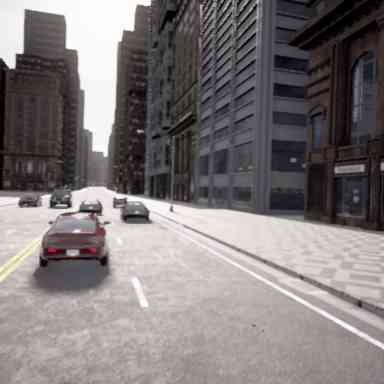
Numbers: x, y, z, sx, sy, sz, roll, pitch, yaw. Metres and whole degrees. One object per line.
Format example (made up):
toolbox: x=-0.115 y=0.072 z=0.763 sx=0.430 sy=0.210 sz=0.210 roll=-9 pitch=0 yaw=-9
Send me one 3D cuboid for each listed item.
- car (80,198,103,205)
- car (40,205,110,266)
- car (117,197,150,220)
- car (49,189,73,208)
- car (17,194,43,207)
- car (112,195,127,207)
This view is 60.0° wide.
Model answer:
car: x=-8.749 y=1.226 z=28.965 sx=1.994 sy=1.385 sz=4.181 roll=2 pitch=0 yaw=-16
car: x=-3.696 y=1.381 z=10.841 sx=1.812 sy=1.442 sz=4.674 roll=2 pitch=0 yaw=-16
car: x=-4.412 y=1.362 z=25.459 sx=1.994 sy=1.385 sz=4.181 roll=2 pitch=0 yaw=-15
car: x=-14.783 y=0.686 z=37.834 sx=2.150 sy=2.045 sz=5.566 roll=2 pitch=0 yaw=-15
car: x=-18.013 y=0.921 z=37.288 sx=2.033 sy=1.411 sz=5.357 roll=2 pitch=0 yaw=-15
car: x=-9.074 y=1.121 z=42.186 sx=2.128 sy=1.511 sz=4.902 roll=2 pitch=0 yaw=-15
